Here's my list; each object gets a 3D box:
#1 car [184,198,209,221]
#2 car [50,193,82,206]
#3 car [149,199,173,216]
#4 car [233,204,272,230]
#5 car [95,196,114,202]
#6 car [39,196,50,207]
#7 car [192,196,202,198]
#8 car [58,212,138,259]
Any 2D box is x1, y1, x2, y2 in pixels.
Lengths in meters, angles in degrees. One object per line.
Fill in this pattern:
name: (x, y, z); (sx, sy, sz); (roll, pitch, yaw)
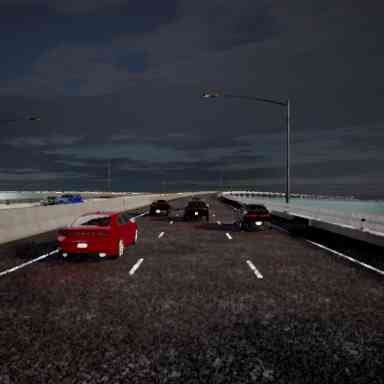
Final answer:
car: (0.368, 1.472, 27.410); (1.882, 1.535, 5.008); (0, -1, 1)
car: (-17.003, 1.210, 45.926); (2.150, 2.045, 5.566); (0, 0, 1)
car: (-3.050, 1.496, 32.749); (1.837, 1.490, 4.892); (0, 0, 1)
car: (3.784, 1.501, 21.133); (1.837, 1.490, 4.892); (0, 0, 1)
car: (-13.374, 1.337, 51.280); (2.097, 1.767, 4.553); (0, 0, 1)
car: (-20.436, 1.340, 48.710); (2.097, 1.767, 4.553); (0, 0, 1)
car: (0.612, 1.339, 41.615); (2.097, 1.767, 4.553); (0, 0, 1)
car: (-3.308, 1.476, 12.567); (1.882, 1.535, 5.008); (0, 0, 0)
